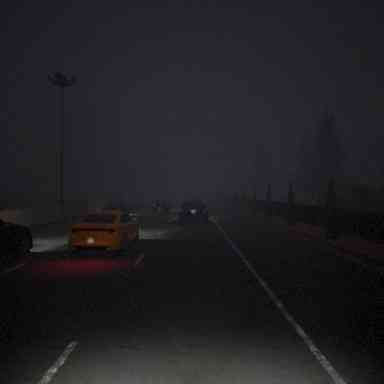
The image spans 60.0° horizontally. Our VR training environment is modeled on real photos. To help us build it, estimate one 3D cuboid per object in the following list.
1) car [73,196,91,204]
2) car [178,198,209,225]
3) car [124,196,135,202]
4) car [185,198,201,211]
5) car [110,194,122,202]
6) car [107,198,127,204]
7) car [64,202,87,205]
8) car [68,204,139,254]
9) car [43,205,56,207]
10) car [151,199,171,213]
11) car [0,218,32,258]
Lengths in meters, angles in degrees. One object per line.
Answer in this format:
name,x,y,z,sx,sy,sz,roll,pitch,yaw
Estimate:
car,-21.041,1.566,63.765,1.812,1.442,4.674,0,0,-1
car,0.094,1.368,24.638,2.097,1.767,4.553,0,0,0
car,-14.419,1.563,77.441,1.812,1.442,4.674,0,0,-2
car,0.092,1.505,41.961,1.882,1.535,5.008,0,0,0
car,-17.959,1.390,78.639,2.097,1.767,4.553,0,0,-2
car,-6.906,1.545,30.370,1.812,1.442,4.674,0,0,0
car,-14.098,1.591,40.503,1.994,1.385,4.181,0,0,0
car,-3.403,1.487,13.636,1.882,1.535,5.008,0,0,0
car,-17.596,1.591,41.528,1.994,1.385,4.181,0,0,0
car,-3.420,1.550,37.434,1.812,1.442,4.674,0,0,0
car,-6.903,1.359,10.343,2.097,1.767,4.553,0,0,0
